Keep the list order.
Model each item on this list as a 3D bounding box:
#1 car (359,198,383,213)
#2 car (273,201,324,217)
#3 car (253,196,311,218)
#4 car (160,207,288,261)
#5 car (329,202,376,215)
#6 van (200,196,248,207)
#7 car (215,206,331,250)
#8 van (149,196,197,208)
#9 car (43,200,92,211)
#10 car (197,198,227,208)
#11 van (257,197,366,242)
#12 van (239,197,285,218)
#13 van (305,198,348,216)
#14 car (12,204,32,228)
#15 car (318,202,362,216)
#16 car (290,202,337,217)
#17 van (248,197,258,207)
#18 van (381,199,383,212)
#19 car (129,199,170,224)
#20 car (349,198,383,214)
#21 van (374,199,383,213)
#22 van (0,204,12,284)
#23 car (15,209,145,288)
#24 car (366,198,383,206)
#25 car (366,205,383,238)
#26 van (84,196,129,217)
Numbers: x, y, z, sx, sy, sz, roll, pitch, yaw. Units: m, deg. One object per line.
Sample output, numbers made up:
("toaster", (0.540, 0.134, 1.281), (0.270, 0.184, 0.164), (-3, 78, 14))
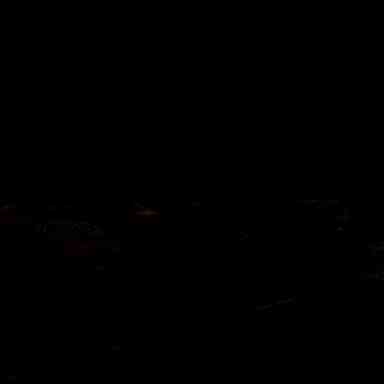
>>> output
("car", (27.429, 1.988, 47.727), (2.435, 2.045, 5.566), (1, -1, -35))
("car", (11.605, 1.832, 36.515), (2.097, 1.535, 5.008), (1, -1, -35))
("car", (9.263, 1.520, 34.823), (2.435, 2.045, 5.566), (1, -1, -35))
("car", (1.001, 1.556, 12.909), (2.163, 1.488, 4.792), (0, 0, -35))
("car", (20.636, 2.065, 42.930), (2.097, 1.535, 5.008), (1, -1, -35))
("van", (2.533, 1.371, 29.935), (1.878, 1.987, 4.442), (1, -1, -35))
("car", (3.247, 1.581, 14.544), (2.002, 1.452, 4.674), (0, 0, -35))
("van", (-1.862, 1.329, 26.812), (1.878, 1.987, 4.442), (0, 0, -35))
("car", (-8.702, 1.514, 22.090), (2.231, 1.521, 4.892), (0, 0, -35))
("car", (0.325, 1.568, 28.515), (2.097, 1.535, 5.008), (0, 0, -35))
("van", (5.580, 1.328, 16.055), (1.878, 1.987, 4.442), (0, 0, -35))
("van", (6.920, 1.487, 33.337), (1.878, 1.987, 4.442), (1, -1, -35))
("van", (15.952, 1.720, 39.752), (1.878, 1.987, 4.442), (1, -1, -35))
("car", (-10.961, 1.500, 20.487), (2.097, 1.535, 5.008), (0, 0, -35))
("car", (18.271, 2.044, 41.260), (2.002, 1.452, 4.674), (1, -1, -35))
("car", (13.861, 1.930, 38.121), (2.002, 1.452, 4.674), (1, -1, -35))
("van", (4.764, 1.432, 31.805), (1.878, 1.987, 4.442), (1, -1, -35))
("van", (31.860, 2.130, 51.052), (1.878, 1.987, 4.442), (2, -1, -35))
("car", (-4.081, 1.538, 25.153), (1.946, 1.575, 5.366), (0, 0, -35))
("car", (25.171, 1.930, 46.123), (2.435, 2.045, 5.566), (1, -1, -35))
("van", (29.737, 2.072, 49.258), (1.878, 1.987, 4.442), (1, -1, -35))
("van", (-5.872, 1.260, 8.207), (1.878, 1.987, 4.442), (0, 0, -35))
("car", (-3.545, 1.499, 9.724), (2.097, 1.535, 5.008), (0, 0, -35))
("car", (10.010, 1.345, 19.380), (2.435, 2.045, 5.566), (1, -1, -35))
("car", (7.763, 1.598, 17.785), (2.163, 1.488, 4.792), (1, -1, -35))
("van", (-6.514, 1.301, 23.795), (1.878, 1.987, 4.442), (0, 0, -35))
